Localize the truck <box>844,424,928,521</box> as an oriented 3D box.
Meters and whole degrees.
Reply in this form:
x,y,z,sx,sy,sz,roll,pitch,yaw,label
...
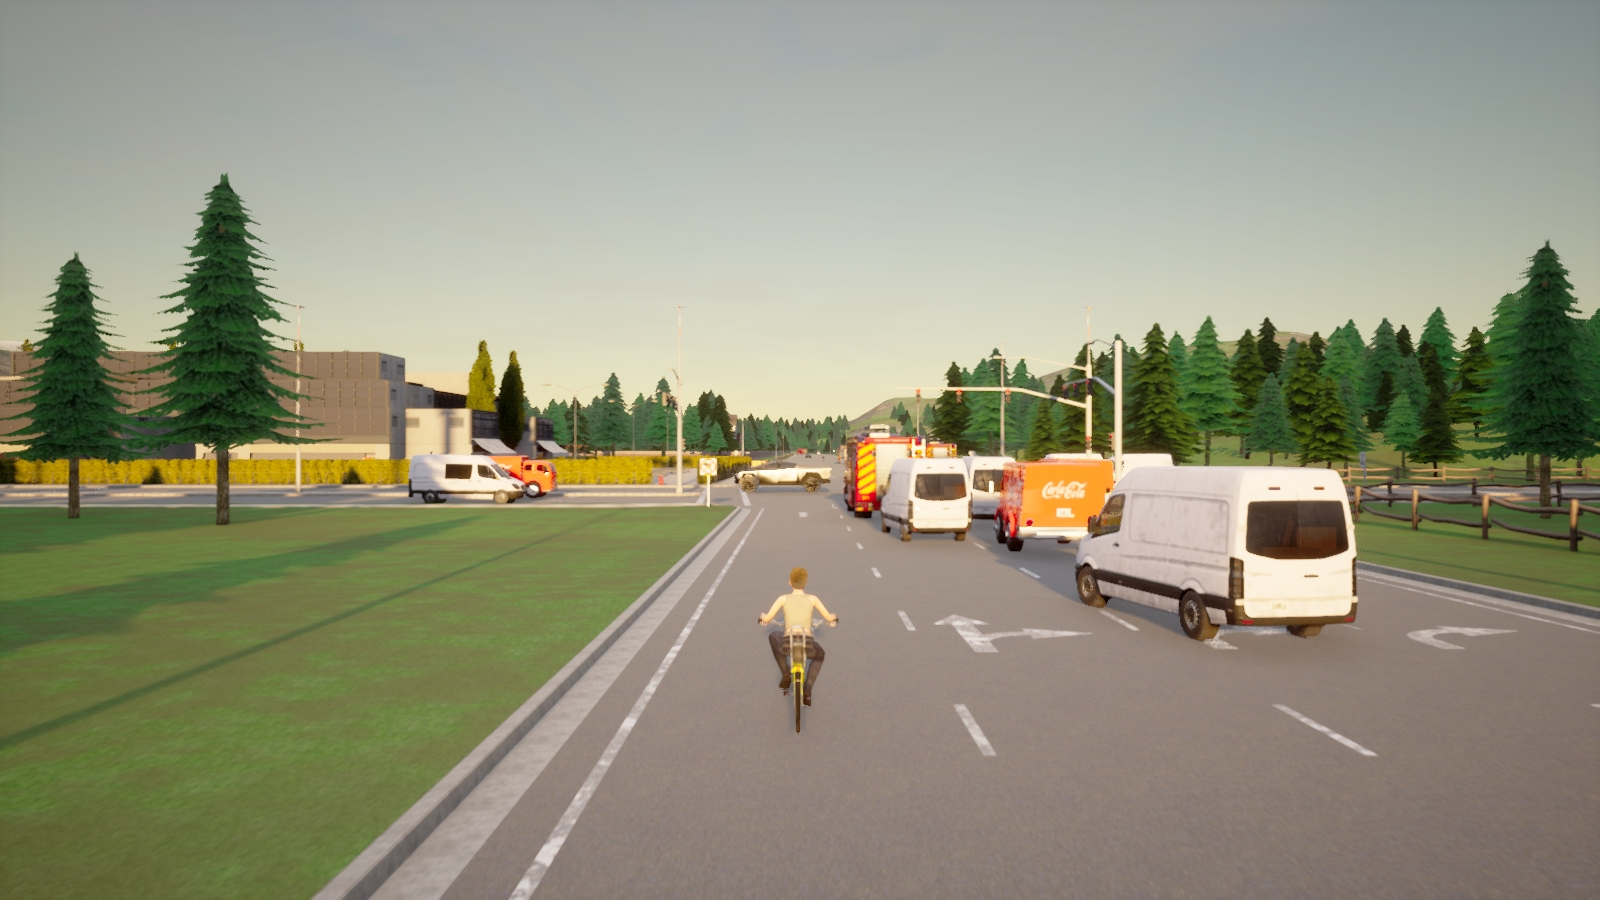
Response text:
x,y,z,sx,sy,sz,roll,pitch,yaw,label
3.552,0.891,49.296,2.891,3.827,8.468,0,0,-1,truck

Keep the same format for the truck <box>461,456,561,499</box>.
x,y,z,sx,sy,sz,roll,pitch,yaw,label
-16.845,1.569,66.793,5.204,2.467,2.627,0,0,-1,truck

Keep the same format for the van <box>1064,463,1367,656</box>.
x,y,z,sx,sy,sz,roll,pitch,yaw,label
6.453,1.535,18.755,1.988,2.561,5.915,0,0,-10,van

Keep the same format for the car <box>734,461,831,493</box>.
x,y,z,sx,sy,sz,roll,pitch,yaw,label
-1.159,1.753,74.999,6.274,2.098,2.390,0,0,-1,car

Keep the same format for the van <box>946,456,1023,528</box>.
x,y,z,sx,sy,sz,roll,pitch,yaw,label
6.998,1.534,43.941,1.988,2.561,5.915,0,0,0,van

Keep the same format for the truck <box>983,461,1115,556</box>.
x,y,z,sx,sy,sz,roll,pitch,yaw,label
6.995,1.565,32.782,2.627,2.467,5.204,0,0,0,truck

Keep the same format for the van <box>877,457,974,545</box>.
x,y,z,sx,sy,sz,roll,pitch,yaw,label
3.925,1.534,36.819,1.988,2.561,5.915,0,0,-5,van

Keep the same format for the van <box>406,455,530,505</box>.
x,y,z,sx,sy,sz,roll,pitch,yaw,label
-17.318,1.534,59.785,5.915,2.561,1.988,0,0,-1,van

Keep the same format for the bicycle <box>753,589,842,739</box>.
x,y,z,sx,sy,sz,roll,pitch,yaw,label
-0.018,2.158,11.783,0.859,1.276,1.487,0,0,0,bicycle
